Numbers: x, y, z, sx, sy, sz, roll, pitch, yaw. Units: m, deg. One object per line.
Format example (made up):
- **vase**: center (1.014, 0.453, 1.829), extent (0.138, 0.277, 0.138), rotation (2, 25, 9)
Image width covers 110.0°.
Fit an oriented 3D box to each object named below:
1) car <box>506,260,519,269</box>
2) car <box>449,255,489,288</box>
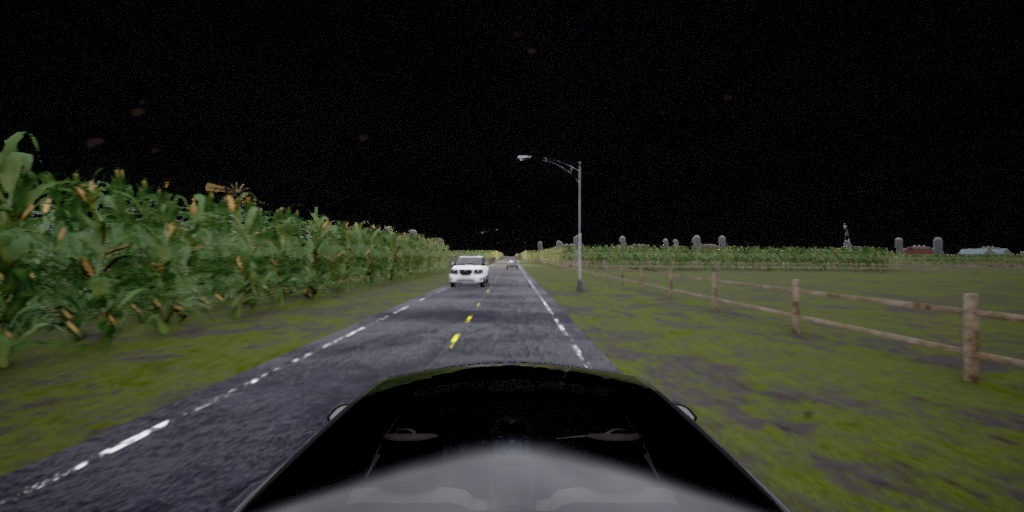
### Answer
- **car**: center (0.024, 1.259, 54.340), extent (2.033, 1.411, 5.357), rotation (0, 0, 0)
- **car**: center (-2.753, 0.968, 24.126), extent (2.150, 2.045, 5.566), rotation (0, 0, 0)
